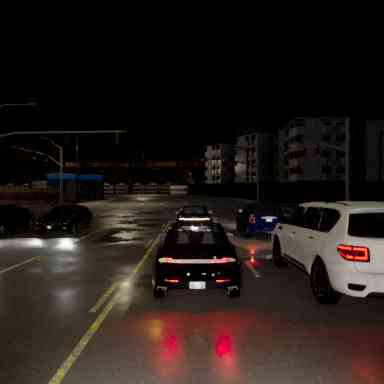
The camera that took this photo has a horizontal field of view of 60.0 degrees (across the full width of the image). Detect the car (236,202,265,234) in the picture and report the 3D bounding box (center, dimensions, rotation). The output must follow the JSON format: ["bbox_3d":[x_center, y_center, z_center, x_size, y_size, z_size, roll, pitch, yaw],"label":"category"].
[{"bbox_3d":[3.613,1.328,17.676,2.097,1.767,4.553,0,0,0],"label":"car"}]

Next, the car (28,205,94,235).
[{"bbox_3d":[-6.996,1.501,18.732,1.837,1.490,4.892,0,0,0],"label":"car"}]

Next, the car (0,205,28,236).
[{"bbox_3d":[-10.501,1.513,18.425,1.837,1.490,4.892,0,0,0],"label":"car"}]

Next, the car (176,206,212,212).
[{"bbox_3d":[0.115,1.473,17.953,2.128,1.511,4.902,0,0,0],"label":"car"}]

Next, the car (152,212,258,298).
[{"bbox_3d":[0.104,1.499,8.541,2.128,1.511,4.902,0,0,0],"label":"car"}]

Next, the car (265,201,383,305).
[{"bbox_3d":[3.596,1.220,8.252,2.150,2.045,5.566,0,0,0],"label":"car"}]
